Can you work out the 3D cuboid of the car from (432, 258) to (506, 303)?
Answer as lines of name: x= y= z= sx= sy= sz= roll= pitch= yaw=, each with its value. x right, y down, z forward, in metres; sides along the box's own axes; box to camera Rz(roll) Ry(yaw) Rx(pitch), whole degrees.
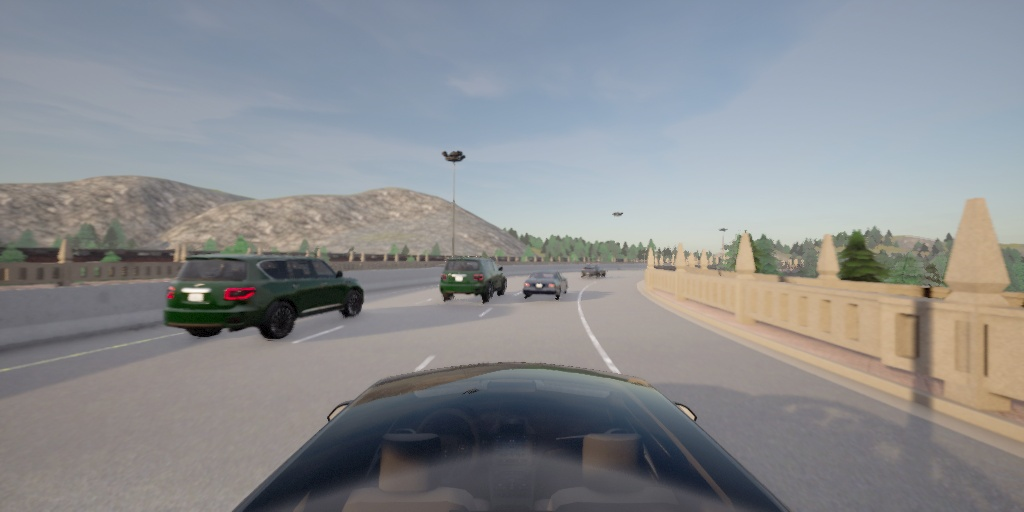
car: x=-1.791 y=1.105 z=18.018 sx=2.150 sy=2.045 sz=5.566 roll=0 pitch=-1 yaw=10

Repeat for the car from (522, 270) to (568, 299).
car: x=1.906 y=1.481 z=19.475 sx=2.033 sy=1.411 sz=5.357 roll=0 pitch=-1 yaw=14

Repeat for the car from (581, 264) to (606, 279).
car: x=9.117 y=1.685 z=39.900 sx=2.128 sy=1.511 sz=4.902 roll=0 pitch=-1 yaw=27

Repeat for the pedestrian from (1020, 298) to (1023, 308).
pedestrian: x=6.470 y=0.979 z=4.263 sx=0.375 sy=1.860 sz=0.375 roll=1 pitch=-1 yaw=2

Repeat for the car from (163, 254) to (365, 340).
car: x=-6.414 y=0.987 z=10.218 sx=2.150 sy=2.045 sz=5.566 roll=0 pitch=-1 yaw=5
